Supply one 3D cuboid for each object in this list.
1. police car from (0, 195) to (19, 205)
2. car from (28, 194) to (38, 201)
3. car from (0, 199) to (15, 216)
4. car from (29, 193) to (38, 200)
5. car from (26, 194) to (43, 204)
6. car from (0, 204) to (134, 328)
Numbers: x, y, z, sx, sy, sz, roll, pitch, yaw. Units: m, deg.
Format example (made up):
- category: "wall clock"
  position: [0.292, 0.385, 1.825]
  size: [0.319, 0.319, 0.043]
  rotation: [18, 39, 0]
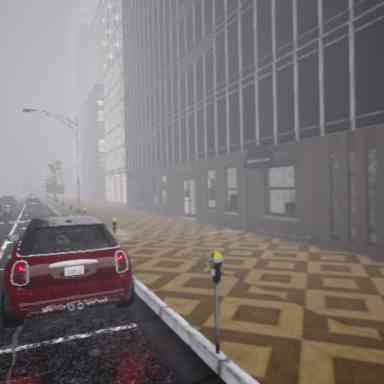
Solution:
- category: "police car"
  position: [-21.456, 1.226, 38.923]
  size: [1.930, 1.638, 5.238]
  rotation: [-2, 1, -26]
- category: "car"
  position: [-33.409, 1.114, 70.046]
  size: [1.802, 1.307, 4.206]
  rotation: [-1, 1, -26]
- category: "car"
  position: [-13.899, 1.463, 23.425]
  size: [1.994, 1.385, 4.181]
  rotation: [-2, 1, -26]
- category: "car"
  position: [-35.948, 1.020, 75.330]
  size: [1.752, 1.417, 4.829]
  rotation: [-1, 1, -26]
- category: "car"
  position: [-18.627, 1.307, 39.261]
  size: [1.947, 1.339, 4.313]
  rotation: [-1, 1, -26]
- category: "car"
  position: [-2.832, 1.287, 7.321]
  size: [2.097, 1.767, 4.553]
  rotation: [-2, 1, -26]
